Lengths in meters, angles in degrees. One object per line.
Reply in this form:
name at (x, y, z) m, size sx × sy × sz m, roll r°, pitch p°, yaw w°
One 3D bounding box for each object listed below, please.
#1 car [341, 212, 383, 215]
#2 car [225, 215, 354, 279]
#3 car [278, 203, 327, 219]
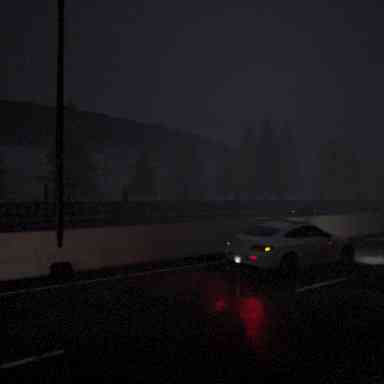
car at (13.389, 1.754, 25.498) m, size 4.674 × 1.442 × 1.812 m, roll 1°, pitch 0°, yaw -29°
car at (3.107, 1.601, 10.271) m, size 4.674 × 1.442 × 1.812 m, roll 1°, pitch 0°, yaw -36°
car at (10.639, 1.768, 31.955) m, size 4.674 × 1.442 × 1.812 m, roll 1°, pitch 0°, yaw -29°
